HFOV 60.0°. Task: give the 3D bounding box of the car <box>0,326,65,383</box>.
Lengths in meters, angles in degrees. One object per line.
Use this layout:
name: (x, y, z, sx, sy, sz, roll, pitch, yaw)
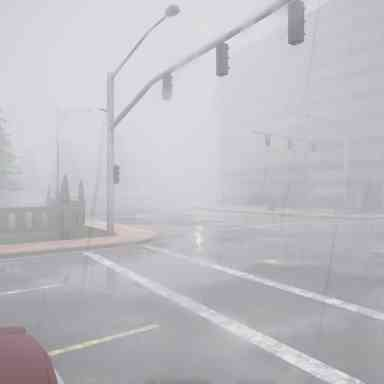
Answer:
car: (-3.061, 1.601, 1.596, 4.718, 1.301, 1.895, 0, 0, -35)
